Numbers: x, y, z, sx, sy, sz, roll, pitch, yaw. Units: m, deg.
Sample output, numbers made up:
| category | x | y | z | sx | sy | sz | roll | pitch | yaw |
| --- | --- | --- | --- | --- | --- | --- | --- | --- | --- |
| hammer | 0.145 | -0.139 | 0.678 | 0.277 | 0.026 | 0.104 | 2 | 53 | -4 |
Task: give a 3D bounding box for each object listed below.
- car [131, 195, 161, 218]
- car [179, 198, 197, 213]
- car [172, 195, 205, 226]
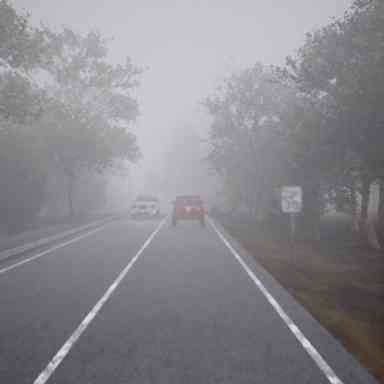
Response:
| category | x | y | z | sx | sy | sz | roll | pitch | yaw |
| --- | --- | --- | --- | --- | --- | --- | --- | --- | --- |
| car | -4.082 | 1.251 | 30.241 | 2.150 | 2.045 | 5.566 | 0 | -1 | -1 |
| car | -0.521 | 1.707 | 41.189 | 2.097 | 1.767 | 4.553 | 0 | -3 | 0 |
| car | -0.272 | 1.211 | 23.656 | 2.150 | 2.045 | 5.566 | 0 | 0 | -1 |
